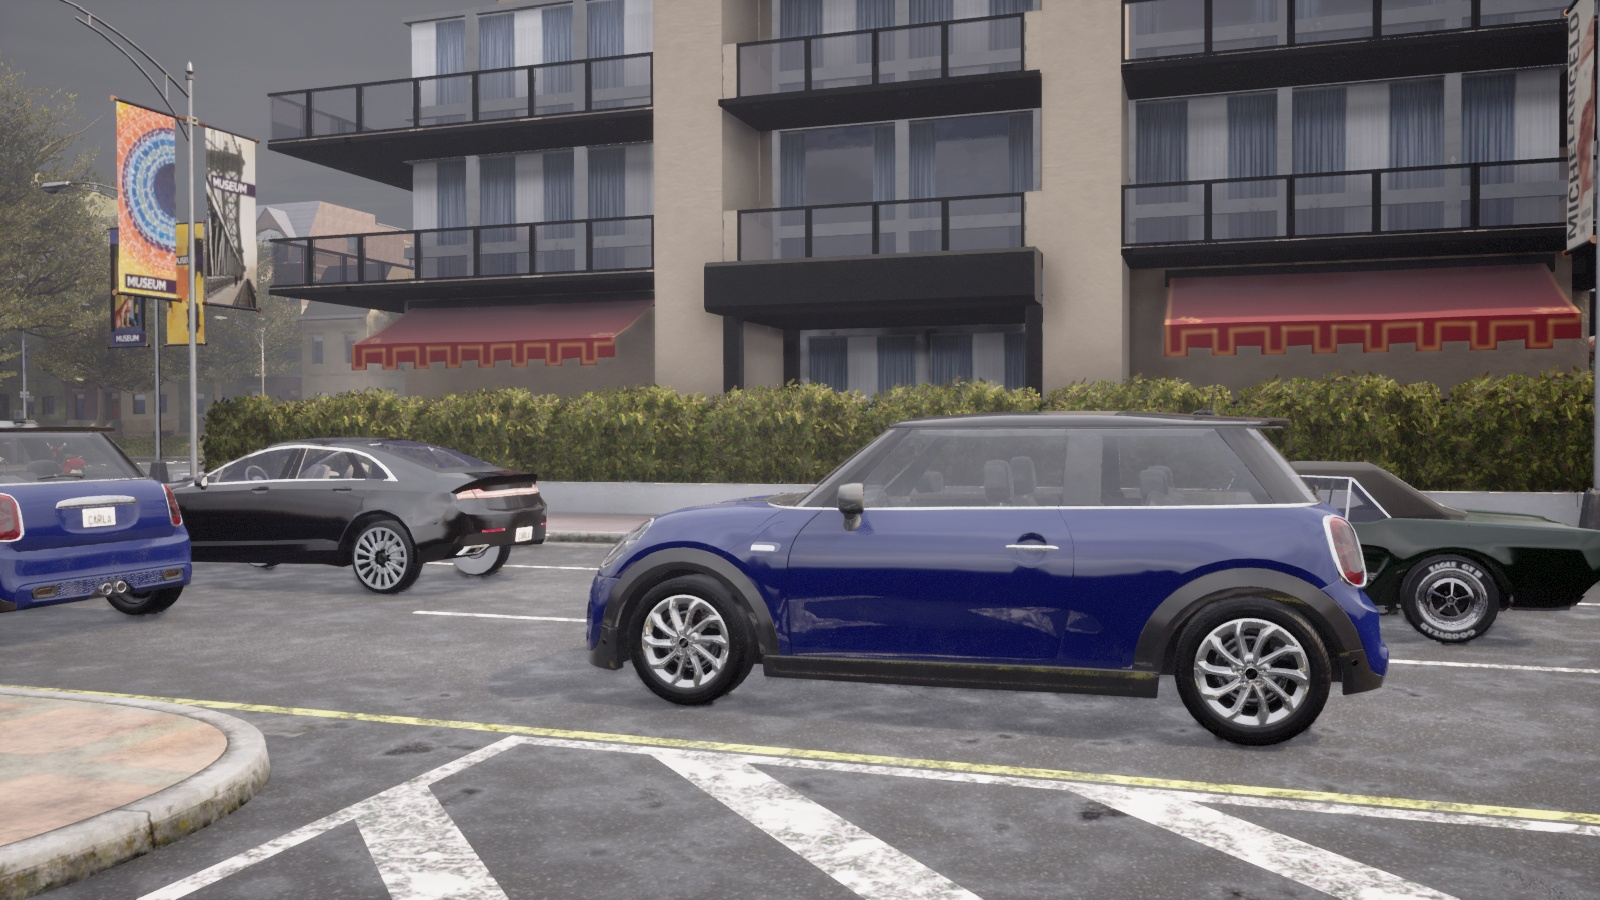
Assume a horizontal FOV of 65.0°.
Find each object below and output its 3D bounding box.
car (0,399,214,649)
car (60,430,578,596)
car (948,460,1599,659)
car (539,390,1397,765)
[{"bbox_3d":[-7.503,0.489,10.465,4.553,1.767,2.097,1,1,19],"label":"car"},{"bbox_3d":[-5.065,0.550,13.338,4.902,1.511,2.128,1,1,19],"label":"car"},{"bbox_3d":[3.746,0.775,10.374,4.718,1.301,1.895,1,1,19],"label":"car"},{"bbox_3d":[0.966,0.567,7.615,4.553,1.767,2.097,1,1,18],"label":"car"}]
